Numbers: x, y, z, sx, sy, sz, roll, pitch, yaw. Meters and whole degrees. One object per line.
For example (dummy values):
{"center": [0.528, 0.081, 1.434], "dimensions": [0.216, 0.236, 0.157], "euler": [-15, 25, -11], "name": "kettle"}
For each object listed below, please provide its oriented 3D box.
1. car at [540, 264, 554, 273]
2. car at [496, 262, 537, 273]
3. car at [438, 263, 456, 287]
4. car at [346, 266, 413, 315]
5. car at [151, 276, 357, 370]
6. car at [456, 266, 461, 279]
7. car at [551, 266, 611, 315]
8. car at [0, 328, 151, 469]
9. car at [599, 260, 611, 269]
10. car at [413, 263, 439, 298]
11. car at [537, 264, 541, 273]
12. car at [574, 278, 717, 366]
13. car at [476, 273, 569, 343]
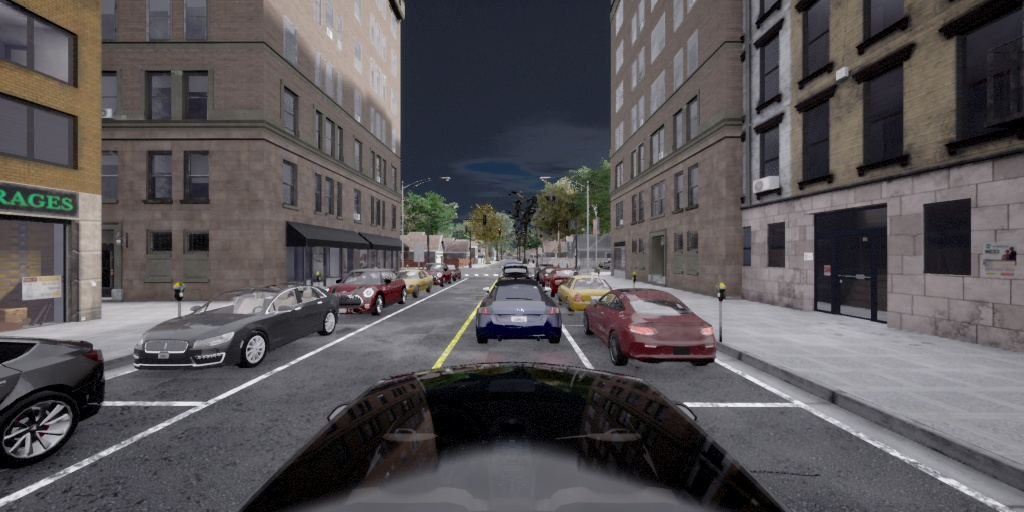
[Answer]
{"center": [2.720, 1.301, 18.712], "dimensions": [1.888, 1.381, 4.507], "euler": [0, 0, 0], "name": "car"}
{"center": [0.186, 1.261, 19.636], "dimensions": [1.837, 1.490, 4.892], "euler": [0, 0, 0], "name": "car"}
{"center": [-5.276, 1.199, 24.271], "dimensions": [1.967, 1.591, 4.097], "euler": [0, 0, 0], "name": "car"}
{"center": [-5.334, 1.192, 13.233], "dimensions": [1.967, 1.591, 4.097], "euler": [0, 0, 0], "name": "car"}
{"center": [-5.364, 1.301, 7.715], "dimensions": [2.007, 1.370, 4.403], "euler": [0, 0, 0], "name": "car"}
{"center": [-5.247, 1.344, 29.790], "dimensions": [1.802, 1.307, 4.207], "euler": [0, 0, 0], "name": "car"}
{"center": [2.691, 1.278, 13.364], "dimensions": [1.751, 1.417, 4.829], "euler": [0, 0, 0], "name": "car"}
{"center": [-5.393, 1.316, 2.197], "dimensions": [1.948, 1.339, 4.313], "euler": [0, 0, 0], "name": "car"}
{"center": [14.987, 1.170, 49.404], "dimensions": [4.902, 1.511, 2.128], "euler": [0, 0, 0], "name": "car"}
{"center": [-5.306, 1.281, 18.582], "dimensions": [1.751, 1.417, 4.829], "euler": [0, 0, 0], "name": "car"}
{"center": [2.749, 1.341, 24.230], "dimensions": [1.802, 1.307, 4.207], "euler": [0, 0, 0], "name": "car"}
{"center": [2.661, 1.332, 7.676], "dimensions": [1.802, 1.307, 4.207], "euler": [0, 0, 0], "name": "car"}
{"center": [0.140, 1.315, 9.651], "dimensions": [1.994, 1.385, 4.181], "euler": [0, 0, 0], "name": "car"}
